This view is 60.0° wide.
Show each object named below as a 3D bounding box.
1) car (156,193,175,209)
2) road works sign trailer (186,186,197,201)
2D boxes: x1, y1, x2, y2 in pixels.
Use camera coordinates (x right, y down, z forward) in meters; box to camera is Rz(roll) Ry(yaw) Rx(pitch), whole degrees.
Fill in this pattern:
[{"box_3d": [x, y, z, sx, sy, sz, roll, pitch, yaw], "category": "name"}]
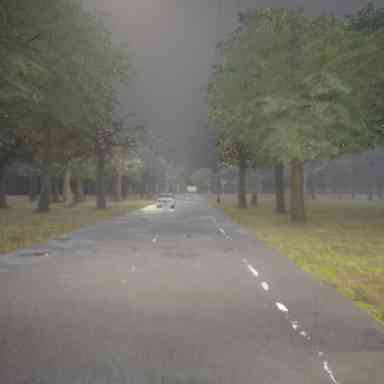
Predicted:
[{"box_3d": [-3.564, 1.192, 45.775, 2.150, 2.045, 5.566, 0, 0, 0], "category": "car"}, {"box_3d": [0.017, 0.307, 81.387, 2.380, 3.560, 2.880, 0, 0, 0], "category": "road works sign trailer"}]
